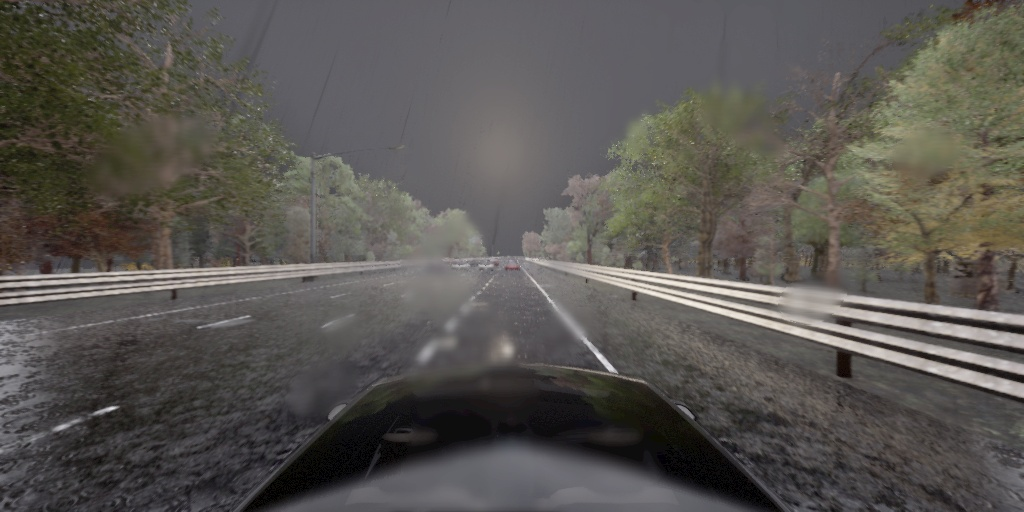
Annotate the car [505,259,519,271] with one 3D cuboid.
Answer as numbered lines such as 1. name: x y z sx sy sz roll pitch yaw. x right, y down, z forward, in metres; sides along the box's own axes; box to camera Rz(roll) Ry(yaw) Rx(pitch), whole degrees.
1. car: 0.014 1.342 50.024 1.994 1.385 4.181 0 0 0

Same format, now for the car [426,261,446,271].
1. car: -10.488 1.378 49.787 1.895 1.301 4.718 0 0 0

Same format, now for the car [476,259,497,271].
1. car: -3.487 1.379 49.807 1.895 1.301 4.718 0 0 0

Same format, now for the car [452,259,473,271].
1. car: -6.988 1.378 49.809 1.895 1.301 4.718 0 0 0
